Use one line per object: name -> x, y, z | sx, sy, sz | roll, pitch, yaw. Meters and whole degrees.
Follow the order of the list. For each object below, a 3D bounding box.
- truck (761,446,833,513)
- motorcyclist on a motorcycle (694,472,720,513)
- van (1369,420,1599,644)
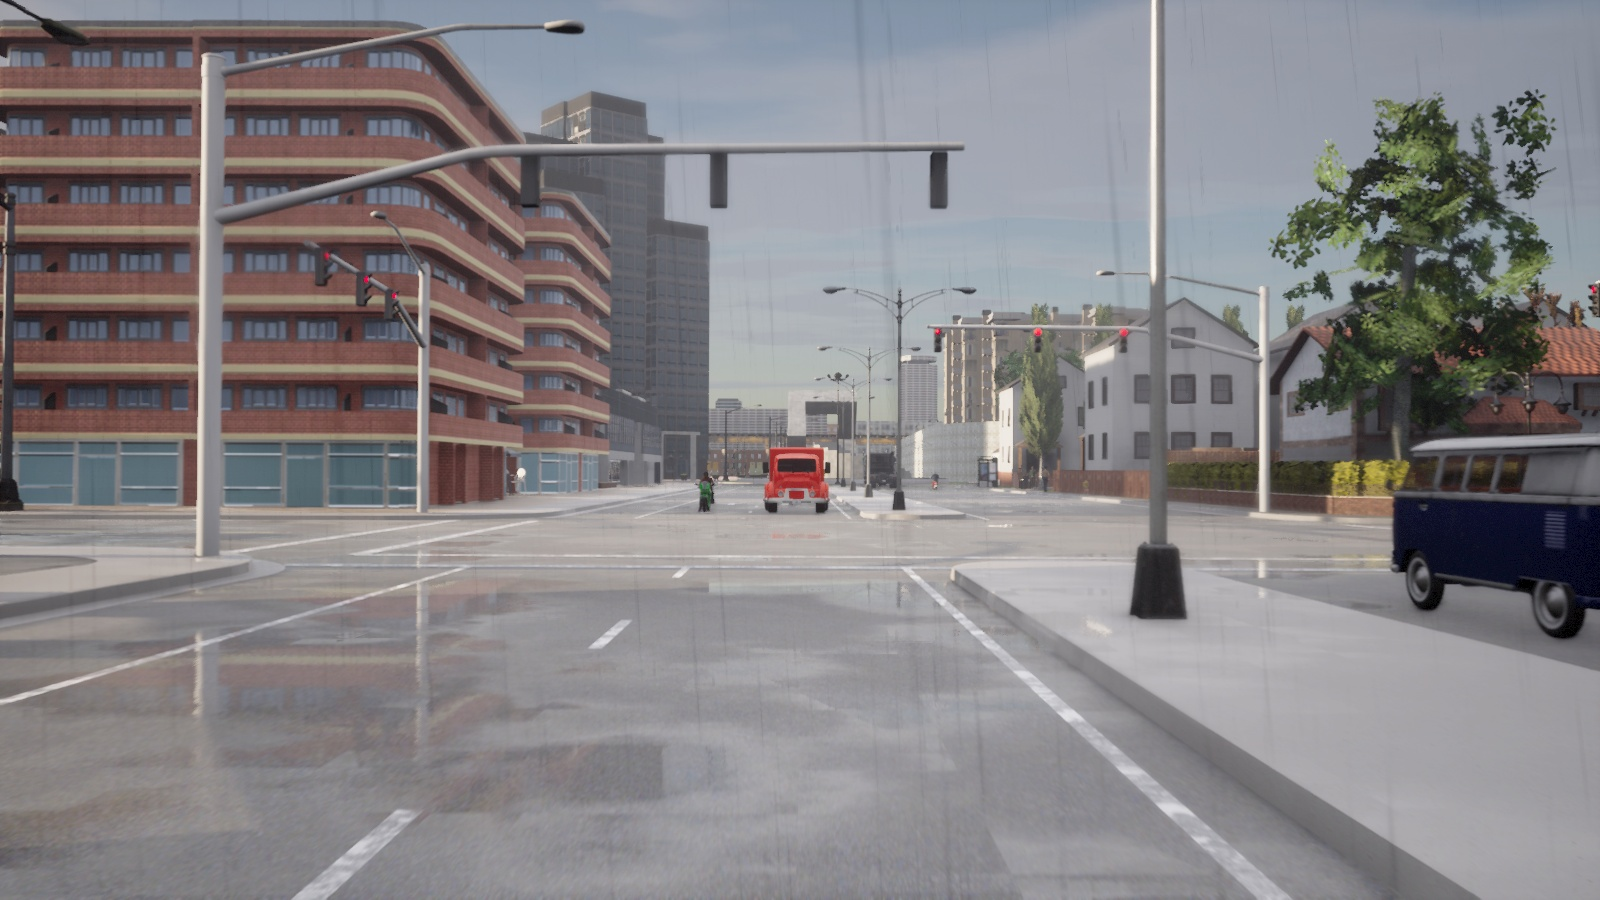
truck -> -0.118, 1.154, 48.687 | 2.627, 2.467, 5.204 | 0, -2, 0
motorcyclist on a motorcycle -> -3.520, 1.609, 47.664 | 0.797, 1.523, 2.044 | 0, -1, 2
van -> 7.967, 0.759, 13.376 | 1.775, 1.987, 4.442 | 0, -1, 0
